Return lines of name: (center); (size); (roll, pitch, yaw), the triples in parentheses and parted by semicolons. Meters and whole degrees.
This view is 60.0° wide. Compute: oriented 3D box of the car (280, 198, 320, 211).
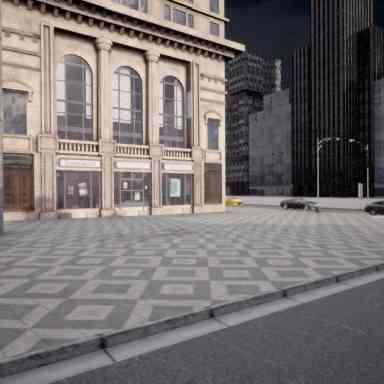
car: (12.460, 1.414, 38.513); (2.128, 1.511, 4.902); (-1, 0, -34)

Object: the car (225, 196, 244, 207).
car: (5.469, 1.365, 48.858); (1.882, 1.535, 5.008); (-1, 0, -34)

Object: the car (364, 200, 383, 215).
car: (18.133, 1.476, 30.169); (1.812, 1.442, 4.674); (-1, 0, -34)
